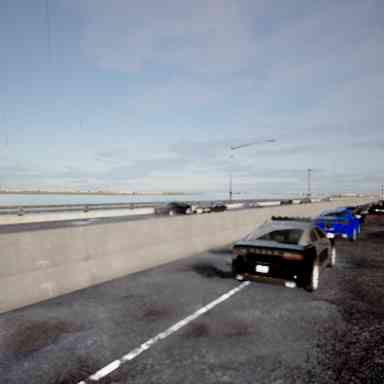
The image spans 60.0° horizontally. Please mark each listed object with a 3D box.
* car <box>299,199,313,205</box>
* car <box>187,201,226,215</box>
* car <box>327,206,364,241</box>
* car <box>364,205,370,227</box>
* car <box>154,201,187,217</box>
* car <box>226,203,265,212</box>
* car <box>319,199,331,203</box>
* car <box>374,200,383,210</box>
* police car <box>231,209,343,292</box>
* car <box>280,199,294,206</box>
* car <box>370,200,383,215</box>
[{"bbox_3d":[23.451,2.104,68.369,1.994,1.385,4.181,0,0,32],"label":"car"},{"bbox_3d":[1.944,1.681,33.410,2.128,1.511,4.902,0,0,31],"label":"car"},{"bbox_3d":[7.901,1.647,17.979,1.882,1.535,5.008,0,0,31],"label":"car"},{"bbox_3d":[10.977,1.729,23.120,1.837,1.490,4.892,0,0,31],"label":"car"},{"bbox_3d":[-1.881,1.633,33.840,1.882,1.535,5.008,0,0,31],"label":"car"},{"bbox_3d":[5.700,1.769,32.869,2.033,1.411,5.357,0,0,31],"label":"car"},{"bbox_3d":[27.079,2.101,67.572,2.128,1.511,4.902,0,0,32],"label":"car"},{"bbox_3d":[30.504,2.040,53.203,2.128,1.511,4.902,0,0,32],"label":"car"},{"bbox_3d":[2.855,1.502,9.492,1.930,1.638,5.238,0,0,31],"label":"police car"},{"bbox_3d":[19.606,2.072,68.811,1.994,1.385,4.181,0,0,32],"label":"car"},{"bbox_3d":[21.947,1.896,39.230,2.128,1.511,4.902,0,0,32],"label":"car"}]
